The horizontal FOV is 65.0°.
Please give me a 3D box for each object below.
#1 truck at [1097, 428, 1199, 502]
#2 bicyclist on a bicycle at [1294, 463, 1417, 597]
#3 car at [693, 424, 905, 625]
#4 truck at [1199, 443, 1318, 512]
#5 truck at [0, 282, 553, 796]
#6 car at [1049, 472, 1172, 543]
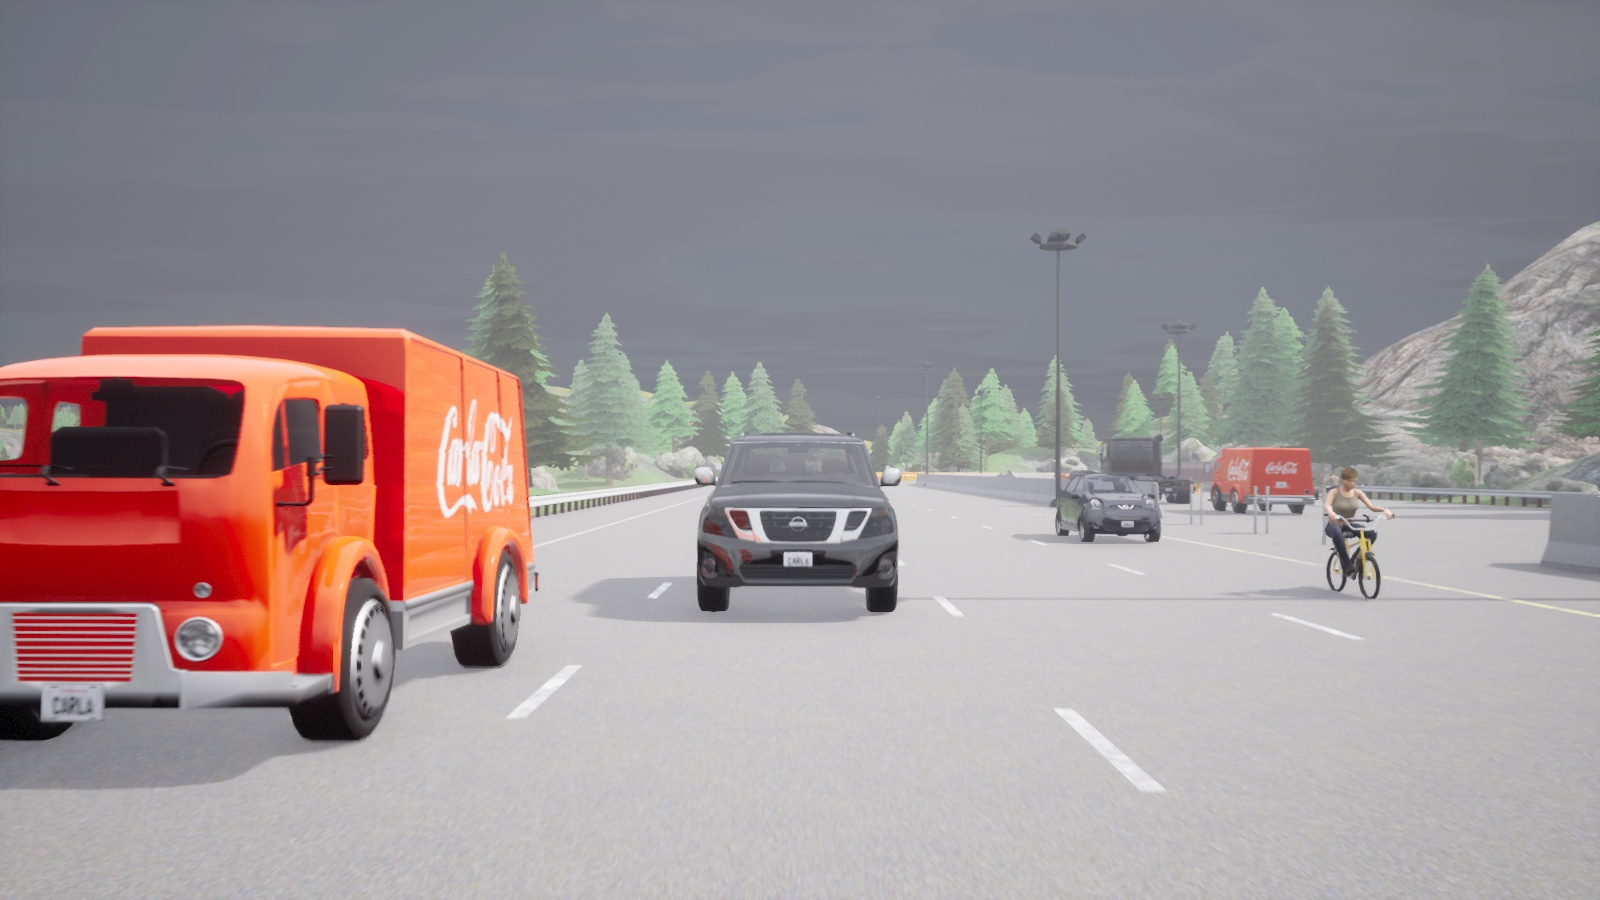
[{"bbox_3d":[17.340,0.751,63.107,2.891,3.462,7.936,0,-1,0],"label":"truck"},{"bbox_3d":[6.965,0.970,15.821,0.866,1.612,1.509,0,-1,0],"label":"bicyclist on a bicycle"},{"bbox_3d":[-0.022,0.771,15.555,2.150,2.045,5.566,0,0,0],"label":"car"},{"bbox_3d":[17.380,1.017,47.950,2.627,2.467,5.204,0,0,0],"label":"truck"},{"bbox_3d":[-3.523,0.480,8.661,2.627,2.467,5.204,0,-1,0],"label":"truck"},{"bbox_3d":[6.931,1.244,28.387,1.845,1.501,3.633,0,-1,0],"label":"car"}]
